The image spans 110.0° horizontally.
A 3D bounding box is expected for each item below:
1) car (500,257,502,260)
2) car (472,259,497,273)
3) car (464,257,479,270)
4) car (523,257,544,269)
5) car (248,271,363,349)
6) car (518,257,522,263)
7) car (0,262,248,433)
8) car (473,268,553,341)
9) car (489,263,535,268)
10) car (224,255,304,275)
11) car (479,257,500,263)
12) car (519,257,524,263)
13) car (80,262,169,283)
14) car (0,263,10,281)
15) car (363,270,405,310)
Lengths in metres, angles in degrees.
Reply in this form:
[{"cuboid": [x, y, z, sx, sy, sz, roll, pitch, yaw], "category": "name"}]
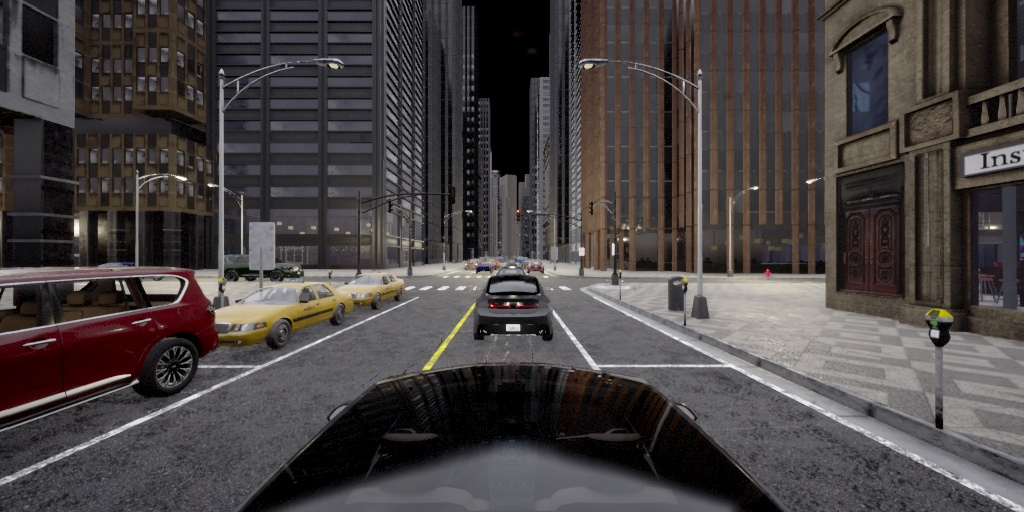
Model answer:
[{"cuboid": [-3.213, 1.115, 61.960, 2.097, 1.767, 4.553, 0, 0, 0], "category": "car"}, {"cuboid": [-3.185, 1.357, 42.316, 1.895, 1.301, 4.718, 0, 0, 0], "category": "car"}, {"cuboid": [-5.883, 1.199, 52.980, 1.967, 1.591, 4.097, 0, 0, 0], "category": "car"}, {"cuboid": [2.668, 1.196, 41.801, 1.967, 1.591, 4.097, 0, 0, 0], "category": "car"}, {"cuboid": [-5.779, 1.276, 9.215, 1.751, 1.417, 4.829, 0, 0, 0], "category": "car"}, {"cuboid": [2.615, 1.330, 64.237, 1.948, 1.339, 4.313, 0, 0, 0], "category": "car"}, {"cuboid": [-5.766, 1.065, 3.784, 2.192, 1.841, 5.009, 0, 0, 0], "category": "car"}, {"cuboid": [0.037, 1.255, 9.909, 1.837, 1.490, 4.892, 0, 0, 0], "category": "car"}, {"cuboid": [-0.043, 1.298, 20.238, 2.033, 1.411, 5.357, 0, 0, 0], "category": "car"}, {"cuboid": [-18.582, 0.915, 26.652, 5.566, 2.045, 2.150, 0, 0, 1], "category": "car"}, {"cuboid": [-3.205, 1.111, 52.010, 2.097, 1.767, 4.553, 0, 0, 0], "category": "car"}, {"cuboid": [2.628, 1.312, 58.628, 2.007, 1.370, 4.403, 0, 0, 0], "category": "car"}, {"cuboid": [-28.575, 1.189, 26.541, 4.674, 1.442, 1.812, 0, 0, 0], "category": "car"}, {"cuboid": [-40.520, 1.191, 26.457, 4.181, 1.385, 1.994, 0, 0, 0], "category": "car"}, {"cuboid": [-5.792, 1.276, 14.817, 1.751, 1.417, 4.829, 0, 0, 0], "category": "car"}]
